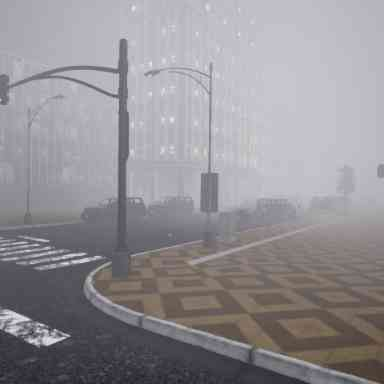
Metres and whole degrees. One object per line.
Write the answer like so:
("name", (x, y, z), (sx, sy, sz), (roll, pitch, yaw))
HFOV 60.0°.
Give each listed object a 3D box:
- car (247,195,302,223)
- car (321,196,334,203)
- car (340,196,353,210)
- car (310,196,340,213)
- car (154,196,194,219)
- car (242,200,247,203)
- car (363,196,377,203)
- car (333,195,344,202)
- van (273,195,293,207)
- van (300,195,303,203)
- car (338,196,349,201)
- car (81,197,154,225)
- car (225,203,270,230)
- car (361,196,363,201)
("car", (6.797, 1.409, 26.927), (2.192, 1.841, 5.009), (1, 0, 35))
("car", (29.997, 1.616, 73.468), (1.802, 1.307, 4.206), (1, 1, 35))
("car", (20.375, 1.437, 46.286), (2.192, 1.841, 5.009), (1, 0, 35))
("car", (15.386, 1.427, 39.164), (2.192, 1.841, 5.009), (1, 0, 35))
("car", (-1.754, 1.283, 28.939), (2.192, 1.841, 5.009), (1, 0, 35))
("car", (7.770, 1.430, 42.252), (1.967, 1.590, 4.097), (1, 0, 35))
("car", (39.635, 1.598, 73.432), (1.967, 1.590, 4.097), (1, 1, 35))
("car", (36.320, 1.570, 82.378), (1.752, 1.417, 4.829), (1, 1, 35))
("van", (13.949, 1.345, 50.846), (1.690, 1.788, 3.998), (1, 0, 35))
("van", (17.159, 1.351, 55.370), (1.690, 1.788, 3.998), (1, 0, 35))
("car", (39.613, 1.623, 87.019), (1.947, 1.339, 4.313), (1, 1, 35))
("car", (-5.418, 1.275, 23.775), (2.192, 1.841, 5.009), (1, 0, 35))
("car", (3.300, 1.668, 22.004), (1.802, 1.307, 4.206), (1, 0, 35))
("car", (44.103, 1.655, 84.161), (2.128, 1.511, 4.902), (1, 1, 35))
